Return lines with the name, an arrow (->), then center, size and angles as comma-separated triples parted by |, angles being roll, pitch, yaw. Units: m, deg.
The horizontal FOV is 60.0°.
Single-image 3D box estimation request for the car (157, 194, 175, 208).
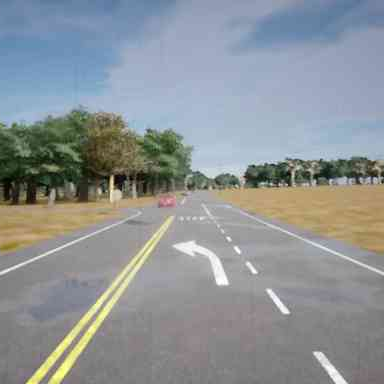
car -> -3.500, 1.232, 45.982 | 2.150, 2.045, 5.566 | 0, -1, 0
